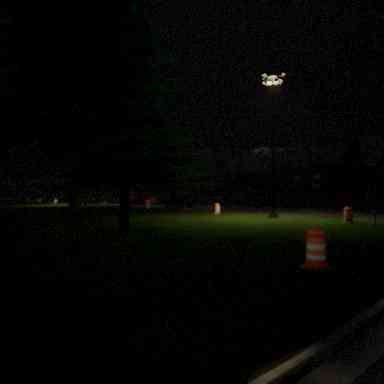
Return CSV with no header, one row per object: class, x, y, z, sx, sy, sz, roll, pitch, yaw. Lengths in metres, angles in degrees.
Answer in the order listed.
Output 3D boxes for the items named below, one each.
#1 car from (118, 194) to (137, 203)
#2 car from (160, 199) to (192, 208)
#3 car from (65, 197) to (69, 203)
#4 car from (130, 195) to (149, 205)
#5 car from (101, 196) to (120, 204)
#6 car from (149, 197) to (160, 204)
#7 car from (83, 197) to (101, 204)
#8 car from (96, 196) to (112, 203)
car,-15.869,1.599,81.420,2.150,2.045,5.566,0,0,-39
car,-2.252,1.408,53.522,2.150,2.045,5.566,0,0,-39
car,-28.280,1.990,80.098,1.812,1.442,4.674,0,0,-39
car,-10.824,1.760,64.104,1.882,1.535,5.008,0,0,-39
car,-17.417,1.910,72.180,1.994,1.385,4.181,0,0,-39
car,-8.575,1.768,72.358,1.882,1.535,5.008,0,0,-39
car,-21.794,1.931,72.038,2.033,1.411,5.357,0,0,-39
car,-22.139,1.784,83.631,2.097,1.767,4.553,0,0,-39
